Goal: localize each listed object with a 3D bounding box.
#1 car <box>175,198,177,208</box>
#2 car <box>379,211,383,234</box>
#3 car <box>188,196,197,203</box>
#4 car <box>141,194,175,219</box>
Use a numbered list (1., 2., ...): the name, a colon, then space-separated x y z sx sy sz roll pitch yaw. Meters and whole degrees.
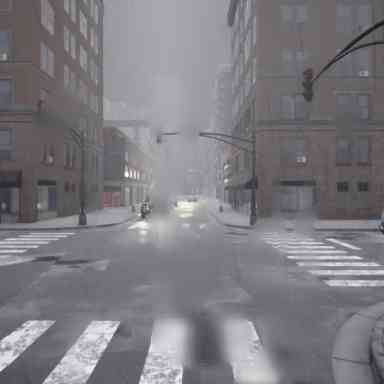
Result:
1. car: -3.122 1.545 39.421 1.812 1.442 4.674 0 0 0
2. car: 11.040 1.617 14.647 4.718 1.301 1.895 0 0 2
3. car: 0.067 1.518 69.997 2.128 1.511 4.902 0 0 0
4. car: -3.102 1.236 29.748 2.150 2.045 5.566 0 0 2
